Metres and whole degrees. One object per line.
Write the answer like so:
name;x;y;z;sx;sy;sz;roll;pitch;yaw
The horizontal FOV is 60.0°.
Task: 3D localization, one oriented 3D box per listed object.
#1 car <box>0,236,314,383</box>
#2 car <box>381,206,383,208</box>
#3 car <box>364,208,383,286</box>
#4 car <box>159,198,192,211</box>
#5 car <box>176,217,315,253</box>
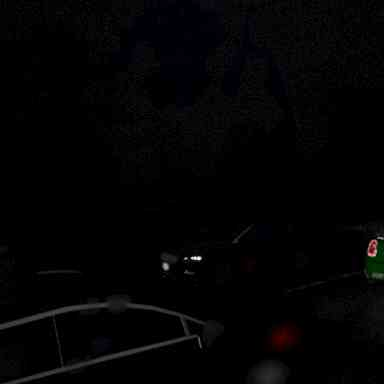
car;-1.037;1.492;2.987;4.902;1.511;2.128;0;0;-36
car;15.411;1.241;23.400;5.566;2.045;2.150;0;0;-35
car;6.280;1.359;8.178;4.553;1.767;2.097;0;0;-35
car;-2.154;1.539;41.589;5.008;1.535;1.882;0;0;45
car;1.387;1.496;9.261;4.902;1.511;2.128;0;0;-35
